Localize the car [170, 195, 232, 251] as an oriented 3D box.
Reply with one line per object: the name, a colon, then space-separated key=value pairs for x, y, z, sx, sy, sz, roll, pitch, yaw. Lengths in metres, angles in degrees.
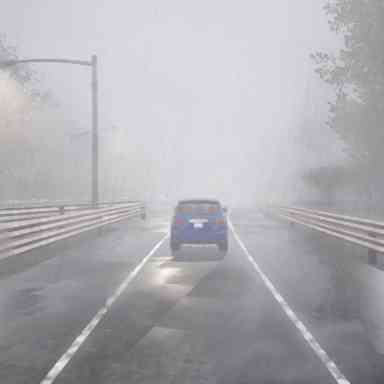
car: x=0.354 y=1.253 z=14.339 sx=2.150 sy=2.045 sz=5.566 roll=0 pitch=0 yaw=3
